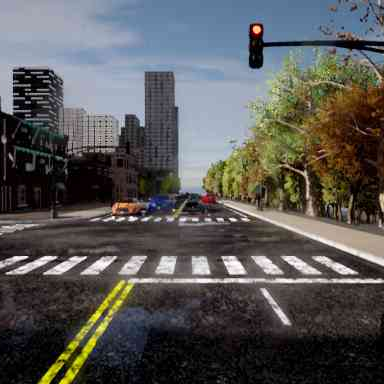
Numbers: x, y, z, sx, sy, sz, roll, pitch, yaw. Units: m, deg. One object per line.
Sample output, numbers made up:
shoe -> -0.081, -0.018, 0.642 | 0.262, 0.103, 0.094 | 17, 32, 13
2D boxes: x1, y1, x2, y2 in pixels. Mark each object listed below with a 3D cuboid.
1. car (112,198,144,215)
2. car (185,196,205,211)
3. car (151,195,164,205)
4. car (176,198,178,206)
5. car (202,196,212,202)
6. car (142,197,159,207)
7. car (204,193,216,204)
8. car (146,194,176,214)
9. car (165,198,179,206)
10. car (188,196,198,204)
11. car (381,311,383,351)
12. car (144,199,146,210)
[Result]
car -> -6.566, 1.375, 33.700 | 2.097, 1.767, 4.553 | 0, 0, 1
car -> 0.164, 1.520, 41.363 | 2.128, 1.511, 4.902 | 0, 0, 0
car -> -6.449, 1.390, 62.745 | 2.097, 1.767, 4.553 | 0, 0, 1
car -> -3.253, 1.381, 45.541 | 2.097, 1.767, 4.553 | 0, 0, 0
car -> 3.380, 1.597, 75.895 | 1.994, 1.385, 4.181 | 0, 0, 0
car -> -6.496, 1.525, 52.689 | 2.128, 1.511, 4.902 | 0, 0, 0
car -> 3.457, 1.261, 65.311 | 2.150, 2.045, 5.566 | 0, 0, 1
car -> -3.278, 1.246, 35.850 | 2.150, 2.045, 5.566 | 0, 0, 0
car -> -3.242, 1.635, 54.882 | 1.895, 1.301, 4.718 | 0, 0, 0
car -> 0.212, 1.518, 67.391 | 1.882, 1.535, 5.008 | 0, 0, 0
car -> 3.355, 1.494, 2.364 | 2.128, 1.511, 4.902 | 0, 0, 0
car -> -6.512, 1.629, 42.685 | 1.895, 1.301, 4.718 | 0, 0, 0
